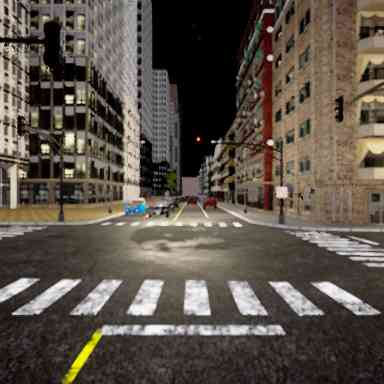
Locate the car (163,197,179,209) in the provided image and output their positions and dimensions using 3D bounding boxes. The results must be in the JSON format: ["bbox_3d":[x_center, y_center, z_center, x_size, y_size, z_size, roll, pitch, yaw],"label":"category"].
[{"bbox_3d":[-3.082,1.714,41.870,2.128,1.511,4.902,0,0,0],"label":"car"}]

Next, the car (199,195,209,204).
[{"bbox_3d":[2.702,1.743,77.888,2.192,1.841,5.009,0,0,0],"label":"car"}]

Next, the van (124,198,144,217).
[{"bbox_3d":[-5.686,1.517,33.482,1.690,1.788,3.998,0,0,0],"label":"van"}]

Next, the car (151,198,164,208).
[{"bbox_3d":[-5.682,1.824,55.514,1.752,1.417,4.829,0,0,0],"label":"car"}]

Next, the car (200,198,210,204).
[{"bbox_3d":[2.702,1.946,72.336,2.008,1.369,4.403,0,0,0],"label":"car"}]

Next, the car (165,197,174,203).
[{"bbox_3d":[-5.677,2.012,83.438,2.008,1.369,4.403,0,0,0],"label":"car"}]

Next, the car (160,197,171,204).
[{"bbox_3d":[-5.679,1.835,72.337,1.967,1.590,4.097,0,0,0],"label":"car"}]

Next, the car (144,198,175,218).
[{"bbox_3d":[-3.092,1.661,32.410,2.128,1.511,4.902,0,0,0],"label":"car"}]

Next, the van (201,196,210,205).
[{"bbox_3d":[2.700,1.704,66.786,1.690,1.788,3.998,0,0,0],"label":"van"}]

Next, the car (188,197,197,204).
[{"bbox_3d":[0.015,1.844,73.011,1.895,1.301,4.718,0,0,0],"label":"car"}]

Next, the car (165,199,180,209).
[{"bbox_3d":[-3.025,1.842,51.876,1.994,1.385,4.181,0,0,1],"label":"car"}]

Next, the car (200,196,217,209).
[{"bbox_3d":[2.697,1.583,50.134,2.192,1.841,5.009,0,0,0],"label":"car"}]

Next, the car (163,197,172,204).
[{"bbox_3d":[-5.678,1.952,77.717,1.752,1.417,4.829,0,0,0],"label":"car"}]

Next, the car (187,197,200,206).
[{"bbox_3d":[0.014,1.816,62.559,1.882,1.535,5.008,0,0,0],"label":"car"}]
